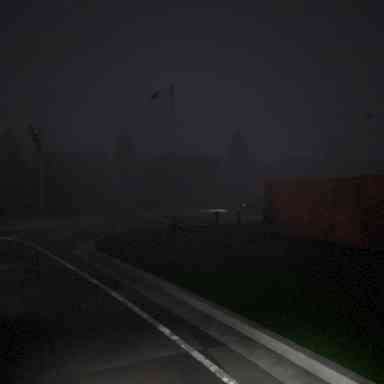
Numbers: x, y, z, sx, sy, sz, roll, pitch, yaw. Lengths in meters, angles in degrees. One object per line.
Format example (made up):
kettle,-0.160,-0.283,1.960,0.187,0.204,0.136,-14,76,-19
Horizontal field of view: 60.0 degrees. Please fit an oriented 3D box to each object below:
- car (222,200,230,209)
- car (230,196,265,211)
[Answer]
car,5.302,1.168,35.652,4.181,1.385,1.994,-1,1,-22
car,6.452,1.148,32.343,4.674,1.442,1.812,-1,1,-22
